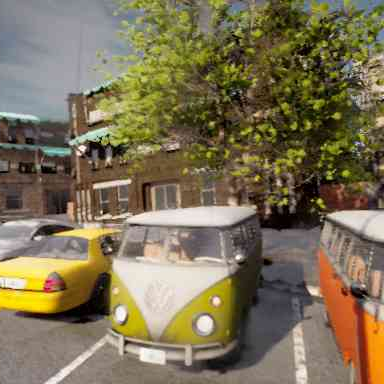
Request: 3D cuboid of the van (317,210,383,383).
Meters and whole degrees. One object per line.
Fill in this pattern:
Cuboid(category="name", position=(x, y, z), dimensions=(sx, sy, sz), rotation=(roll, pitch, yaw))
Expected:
Cuboid(category="van", position=(2.640, 1.259, 4.038), dimensions=(1.878, 1.987, 4.442), rotation=(1, -1, 16))

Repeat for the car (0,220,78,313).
Cuboid(category="car", position=(-2.197, 1.493, 7.864), dimensions=(1.946, 1.575, 5.366), rotation=(0, -1, 16))

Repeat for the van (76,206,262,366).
Cuboid(category="van", position=(0.181, 1.263, 5.806), dimensions=(1.878, 1.987, 4.442), rotation=(1, -1, 16))

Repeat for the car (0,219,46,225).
Cuboid(category="car", position=(-4.699, 1.537, 9.454), dimensions=(2.002, 1.452, 4.674), rotation=(0, -1, 16))
